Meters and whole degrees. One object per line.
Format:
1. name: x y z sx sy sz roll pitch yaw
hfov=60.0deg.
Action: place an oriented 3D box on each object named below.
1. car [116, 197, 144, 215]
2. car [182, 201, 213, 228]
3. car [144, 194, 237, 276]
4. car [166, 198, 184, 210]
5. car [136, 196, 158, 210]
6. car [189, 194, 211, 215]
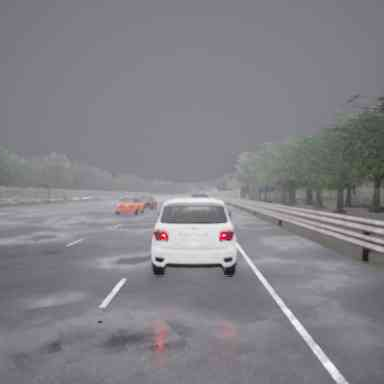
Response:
1. car: -6.109 1.340 33.544 2.097 1.767 4.553 0 0 2
2. car: 0.406 1.428 22.550 1.882 1.535 5.008 0 0 2
3. car: 0.083 1.180 10.342 2.150 2.045 5.566 0 0 1
4. car: -2.231 1.608 44.887 2.033 1.411 5.357 0 0 2
5. car: -5.785 1.388 43.204 2.097 1.767 4.553 0 0 2
6. car: 0.839 1.222 34.891 2.150 2.045 5.566 0 0 2
